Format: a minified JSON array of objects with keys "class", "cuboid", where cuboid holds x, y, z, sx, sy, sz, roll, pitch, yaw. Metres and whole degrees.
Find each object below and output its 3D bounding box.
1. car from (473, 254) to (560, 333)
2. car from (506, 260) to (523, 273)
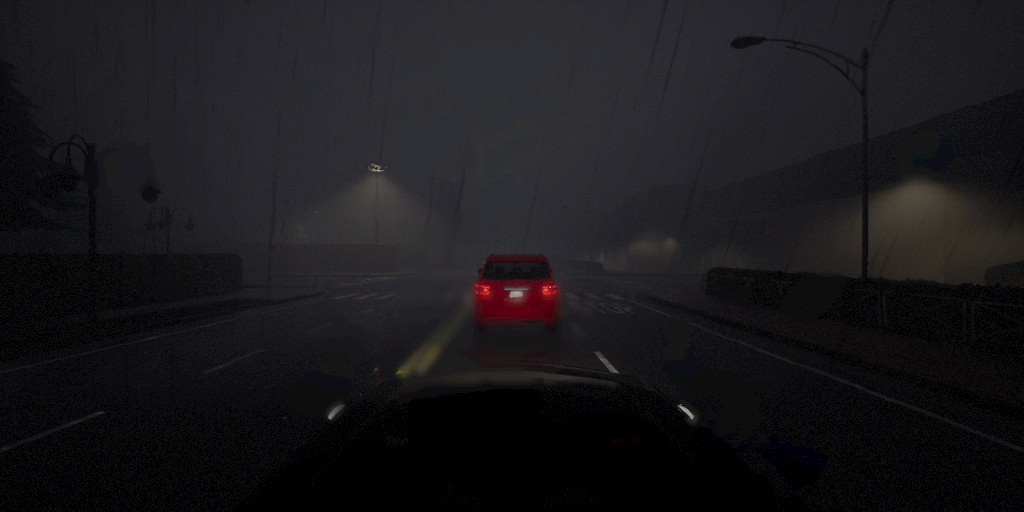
[{"class":"car","cuboid":[0.122,0.971,10.847,2.150,2.045,5.566,0,0,0]},{"class":"car","cuboid":[0.332,1.227,43.497,1.882,1.535,5.008,0,0,1]}]
